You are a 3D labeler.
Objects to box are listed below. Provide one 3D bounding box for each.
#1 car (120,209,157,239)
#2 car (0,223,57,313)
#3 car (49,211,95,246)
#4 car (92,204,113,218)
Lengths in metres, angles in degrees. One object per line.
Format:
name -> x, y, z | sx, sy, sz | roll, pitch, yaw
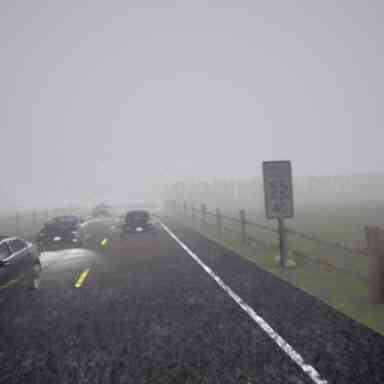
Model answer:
car -> -2.986, 1.684, 18.567 | 1.812, 1.442, 4.674 | -3, 0, -10
car -> -4.515, 1.723, 6.747 | 2.128, 1.511, 4.902 | -3, 0, -10
car -> -6.277, 1.890, 16.614 | 1.994, 1.385, 4.181 | -3, 0, -10
car -> -9.810, 2.067, 36.671 | 2.033, 1.411, 5.357 | -3, 0, -10
